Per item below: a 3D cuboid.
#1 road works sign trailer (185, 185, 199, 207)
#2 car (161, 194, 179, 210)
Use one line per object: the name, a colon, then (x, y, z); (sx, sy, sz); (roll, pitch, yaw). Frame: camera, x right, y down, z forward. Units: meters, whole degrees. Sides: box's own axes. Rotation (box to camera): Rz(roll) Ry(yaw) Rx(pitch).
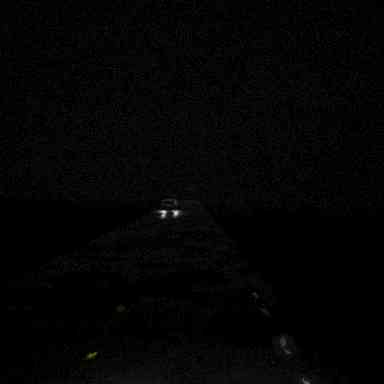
road works sign trailer: (-0.018, 0.589, 54.243); (2.380, 3.560, 2.880); (0, 0, 0)
car: (-2.835, 1.313, 43.916); (2.150, 2.045, 5.566); (0, 0, 0)
